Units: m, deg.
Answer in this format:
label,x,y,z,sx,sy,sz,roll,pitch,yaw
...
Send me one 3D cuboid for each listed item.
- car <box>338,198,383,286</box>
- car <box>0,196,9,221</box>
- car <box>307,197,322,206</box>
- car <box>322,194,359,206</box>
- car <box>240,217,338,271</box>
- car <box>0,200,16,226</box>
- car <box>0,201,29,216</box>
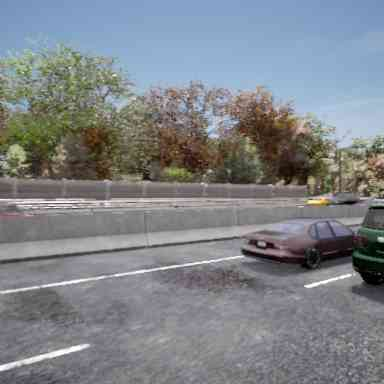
label,x,y,z,sx,sy,sz,roll,pitch,yaw
car,6.239,1.256,8.284,5.566,2.045,2.150,0,0,-36
car,-15.361,1.145,22.966,4.553,1.767,2.097,0,0,-36
car,18.569,1.526,47.675,5.008,1.535,1.882,0,0,-36
car,20.490,1.290,44.745,5.566,2.045,2.150,0,0,-36
car,4.034,1.553,11.012,5.357,1.411,2.033,0,0,-36
car,-13.544,1.296,19.963,5.008,1.535,1.882,0,0,-36
car,-9.439,1.223,14.292,4.553,1.767,2.097,0,0,-36
